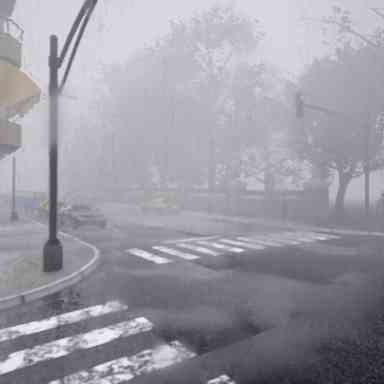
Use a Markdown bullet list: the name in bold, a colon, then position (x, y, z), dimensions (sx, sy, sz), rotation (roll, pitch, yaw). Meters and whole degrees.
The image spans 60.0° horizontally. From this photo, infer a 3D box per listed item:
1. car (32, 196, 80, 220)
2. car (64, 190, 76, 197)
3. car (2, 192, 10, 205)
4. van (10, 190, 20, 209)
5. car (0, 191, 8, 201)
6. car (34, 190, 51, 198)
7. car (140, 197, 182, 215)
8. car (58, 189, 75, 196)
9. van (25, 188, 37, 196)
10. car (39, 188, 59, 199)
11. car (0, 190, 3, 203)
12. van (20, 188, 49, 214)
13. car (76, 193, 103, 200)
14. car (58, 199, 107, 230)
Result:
- **car**: position (-9.406, 1.155, 22.937), dimensions (1.802, 1.307, 4.206), rotation (2, 0, -36)
- **car**: position (-15.656, 0.774, 45.773), dimensions (1.947, 1.339, 4.313), rotation (1, 0, -36)
- **car**: position (-19.180, 0.861, 36.372), dimensions (1.802, 1.307, 4.206), rotation (2, 0, -36)
- **van**: position (-15.915, 0.718, 31.893), dimensions (1.690, 1.788, 3.998), rotation (2, 0, -36)
- **car**: position (-28.953, 0.539, 49.806), dimensions (2.008, 1.369, 4.403), rotation (1, 0, -36)
- **car**: position (-28.685, 0.373, 63.683), dimensions (2.008, 1.369, 4.403), rotation (1, 0, -36)
- **car**: position (-2.725, 1.121, 28.000), dimensions (1.752, 1.417, 4.829), rotation (1, 0, -36)
- **car**: position (-18.907, 0.426, 50.251), dimensions (2.192, 1.841, 5.009), rotation (1, 0, -36)
- **van**: position (-35.194, -0.028, 72.638), dimensions (1.690, 1.788, 3.998), rotation (1, 0, -36)
- **car**: position (-25.421, 0.233, 59.205), dimensions (2.192, 1.841, 5.009), rotation (1, 0, -36)
- **car**: position (-22.437, 0.733, 40.850), dimensions (2.008, 1.369, 4.403), rotation (2, 0, -36)
- **van**: position (-12.657, 0.815, 27.415), dimensions (1.690, 1.788, 3.998), rotation (2, 0, -36)
- **car**: position (-12.398, 0.856, 41.295), dimensions (2.008, 1.369, 4.403), rotation (1, 0, -36)
- **car**: position (-6.149, 1.253, 18.460), dimensions (1.802, 1.307, 4.206), rotation (2, 0, -36)
